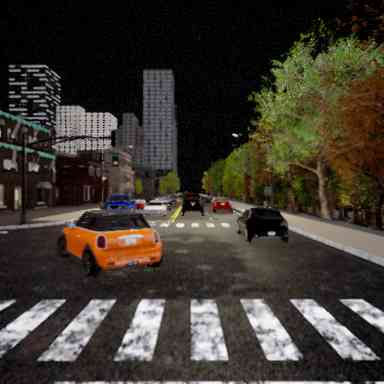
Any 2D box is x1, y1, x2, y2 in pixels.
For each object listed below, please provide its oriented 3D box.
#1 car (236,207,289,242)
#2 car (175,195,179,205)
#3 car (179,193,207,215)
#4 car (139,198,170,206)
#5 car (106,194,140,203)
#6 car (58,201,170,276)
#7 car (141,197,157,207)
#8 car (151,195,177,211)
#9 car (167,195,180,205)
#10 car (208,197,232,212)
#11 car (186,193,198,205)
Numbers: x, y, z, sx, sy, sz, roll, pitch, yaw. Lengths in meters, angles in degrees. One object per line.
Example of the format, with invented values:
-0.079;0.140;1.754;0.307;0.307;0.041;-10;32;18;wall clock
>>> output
3.347;1.512;16.386;1.837;1.490;4.892;0;0;0;car
-3.262;1.509;49.897;2.128;1.511;4.902;0;0;0;car
0.092;1.234;33.697;2.150;2.045;5.566;0;0;0;car
-3.352;1.538;30.590;1.812;1.442;4.674;0;0;0;car
-6.599;1.234;30.934;2.150;2.045;5.566;0;0;0;car
-2.799;1.357;10.753;2.097;1.767;4.553;0;0;-33;car
-6.514;1.522;51.113;1.837;1.490;4.892;0;0;0;car
-3.335;1.506;39.811;2.128;1.511;4.902;0;0;0;car
-3.266;1.372;60.183;2.097;1.767;4.553;0;0;0;car
3.341;1.366;38.223;2.097;1.767;4.553;0;0;0;car
-0.015;1.243;60.598;2.150;2.045;5.566;0;0;0;car
